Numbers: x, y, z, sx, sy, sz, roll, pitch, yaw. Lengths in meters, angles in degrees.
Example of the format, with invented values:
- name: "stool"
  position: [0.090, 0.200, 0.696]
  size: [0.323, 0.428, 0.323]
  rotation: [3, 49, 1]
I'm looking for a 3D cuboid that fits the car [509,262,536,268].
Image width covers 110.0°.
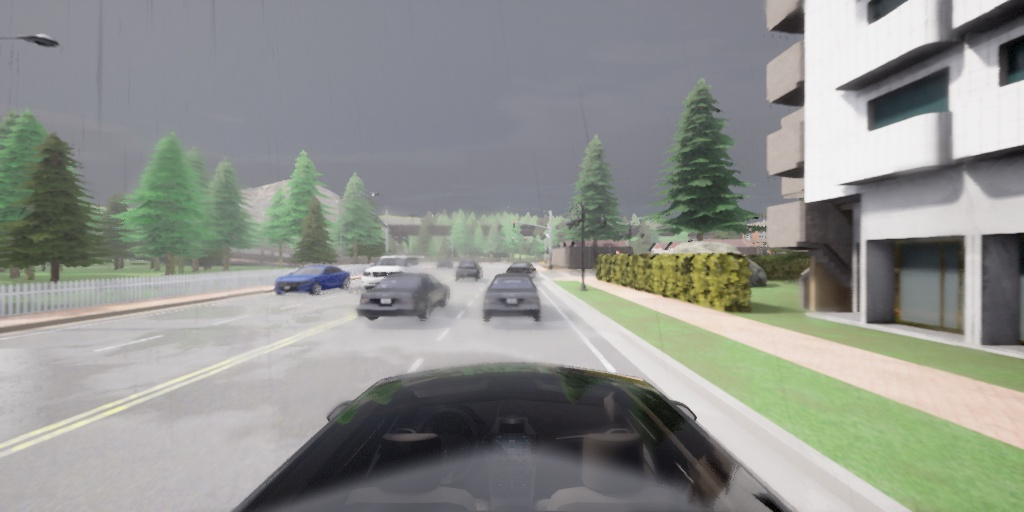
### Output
- name: "car"
  position: [0.954, 1.233, 30.697]
  size: [1.882, 1.535, 5.008]
  rotation: [0, 0, 13]

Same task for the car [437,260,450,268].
- name: "car"
  position: [-10.571, 1.323, 56.698]
  size: [1.994, 1.385, 4.181]
  rotation: [0, 0, 0]

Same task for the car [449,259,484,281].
- name: "car"
  position: [-3.462, 1.247, 29.617]
  size: [2.128, 1.511, 4.902]
  rotation: [0, 0, 1]

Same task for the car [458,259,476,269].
- name: "car"
  position: [-7.071, 1.251, 57.064]
  size: [2.128, 1.511, 4.902]
  rotation: [0, 0, 0]

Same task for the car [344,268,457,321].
- name: "car"
  position: [-3.482, 1.299, 12.476]
  size: [2.033, 1.411, 5.357]
  rotation: [0, 0, 1]

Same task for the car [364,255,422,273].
- name: "car"
  position: [-7.032, 0.976, 21.733]
  size: [2.150, 2.045, 5.566]
  rotation: [0, 0, 0]

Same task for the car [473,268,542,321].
- name: "car"
  position: [0.019, 1.300, 12.430]
  size: [2.033, 1.411, 5.357]
  rotation: [0, 0, 0]

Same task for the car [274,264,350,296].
- name: "car"
  position: [-10.555, 1.230, 19.356]
  size: [1.882, 1.535, 5.008]
  rotation: [0, 0, 0]
